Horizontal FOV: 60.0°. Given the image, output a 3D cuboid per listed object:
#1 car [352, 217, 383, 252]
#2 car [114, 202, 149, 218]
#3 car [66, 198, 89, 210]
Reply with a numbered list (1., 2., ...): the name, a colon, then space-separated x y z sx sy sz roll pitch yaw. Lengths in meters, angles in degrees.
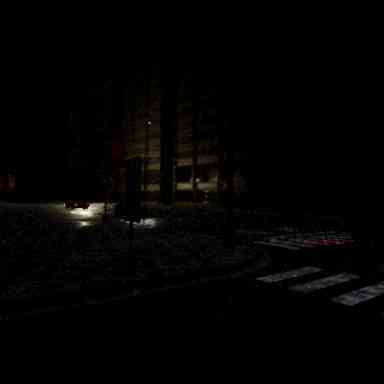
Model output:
1. car: 8.597 1.654 12.417 1.837 1.490 4.892 1 -1 -36
2. car: -6.011 1.693 32.744 1.882 1.535 5.008 1 -1 -36
3. car: -16.097 1.621 46.780 2.097 1.767 4.553 1 -1 -36
